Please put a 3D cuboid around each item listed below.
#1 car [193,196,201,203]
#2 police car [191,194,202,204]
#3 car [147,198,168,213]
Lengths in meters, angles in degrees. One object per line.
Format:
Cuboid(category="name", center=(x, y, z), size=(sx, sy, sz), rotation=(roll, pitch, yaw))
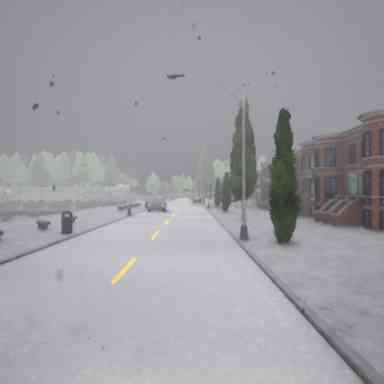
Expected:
Cuboid(category="car", center=(1.199, 1.892, 83.811), size=(1.837, 1.490, 4.892), rotation=(0, 0, 0))
Cuboid(category="police car", center=(1.200, 1.767, 73.922), size=(1.930, 1.638, 5.238), rotation=(0, 0, 0))
Cuboid(category="car", center=(-4.086, 1.537, 40.040), size=(2.097, 1.767, 4.553), rotation=(0, 0, 0))
